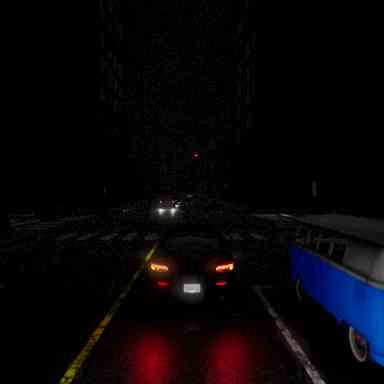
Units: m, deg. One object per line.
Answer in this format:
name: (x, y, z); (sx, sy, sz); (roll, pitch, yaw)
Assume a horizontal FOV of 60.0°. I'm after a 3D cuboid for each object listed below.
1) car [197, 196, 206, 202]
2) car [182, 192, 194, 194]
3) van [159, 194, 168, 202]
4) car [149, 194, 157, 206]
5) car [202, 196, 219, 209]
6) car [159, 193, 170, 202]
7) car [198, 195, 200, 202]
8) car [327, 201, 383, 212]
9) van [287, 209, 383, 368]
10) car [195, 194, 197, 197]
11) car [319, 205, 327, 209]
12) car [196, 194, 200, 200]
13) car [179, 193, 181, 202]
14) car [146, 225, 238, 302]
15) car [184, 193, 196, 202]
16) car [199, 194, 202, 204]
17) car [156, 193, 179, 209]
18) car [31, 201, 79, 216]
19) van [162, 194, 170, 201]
car: (2.209, 1.546, 77.805); (1.802, 1.307, 4.206); (0, 0, -1)
car: (-0.734, 1.076, 84.209); (2.150, 2.045, 5.566); (0, 0, -1)
van: (-6.241, 1.312, 72.164); (1.690, 1.788, 3.998); (0, 0, -1)
car: (-6.017, 1.299, 55.588); (2.192, 1.841, 5.009); (0, 0, -1)
car: (2.655, 1.516, 44.822); (1.752, 1.417, 4.829); (0, 0, -1)
car: (-6.316, 1.279, 77.690); (2.192, 1.841, 5.009); (0, 0, -1)
car: (2.508, 1.535, 55.703); (2.008, 1.369, 4.403); (0, 0, -1)
car: (14.609, 1.517, 28.845); (4.674, 1.442, 1.812); (0, 0, -3)
van: (2.855, 1.341, 5.463); (1.690, 1.788, 3.998); (0, 0, 0)
car: (2.284, 1.521, 72.279); (2.008, 1.369, 4.403); (0, 0, -1)
car: (14.424, 1.583, 32.096); (4.718, 1.301, 1.895); (0, 0, 2)
car: (2.358, 1.520, 66.755); (1.887, 1.381, 4.507); (0, 0, -1)
car: (-3.498, 1.485, 61.846); (1.837, 1.490, 4.892); (0, 0, 0)
car: (0.001, 1.525, 8.141); (1.812, 1.442, 4.674); (0, 0, 0)
car: (-0.600, 1.561, 74.209); (1.895, 1.301, 4.718); (0, 0, -1)
car: (2.582, 1.428, 50.177); (1.967, 1.590, 4.097); (0, 0, -1)
car: (-3.304, 1.342, 45.296); (2.097, 1.767, 4.553); (0, 0, -1)
car: (-13.045, 1.534, 31.841); (4.181, 1.385, 1.994); (0, 0, -3)
van: (-6.388, 1.299, 83.214); (1.690, 1.788, 3.998); (0, 0, -1)
